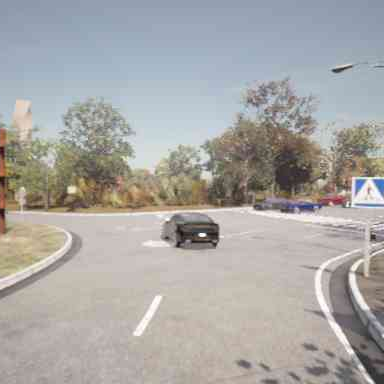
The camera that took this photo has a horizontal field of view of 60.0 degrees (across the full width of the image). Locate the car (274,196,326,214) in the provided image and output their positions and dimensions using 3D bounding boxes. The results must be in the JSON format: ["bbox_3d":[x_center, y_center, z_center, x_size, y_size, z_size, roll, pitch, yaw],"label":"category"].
[{"bbox_3d":[11.156,1.453,34.306,4.718,1.301,1.895,-2,2,-30],"label":"car"}]

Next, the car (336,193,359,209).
[{"bbox_3d":[19.645,1.088,39.250,4.892,1.490,1.837,-2,2,-30],"label":"car"}]

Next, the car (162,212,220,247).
[{"bbox_3d":[-0.186,1.720,16.285,1.882,1.535,5.008,2,-2,-15],"label":"car"}]

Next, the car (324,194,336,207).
[{"bbox_3d":[17.961,0.963,42.313,5.008,1.535,1.882,-2,3,-30],"label":"car"}]

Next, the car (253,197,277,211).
[{"bbox_3d":[9.349,1.307,37.301,5.357,1.411,2.033,-2,2,-30],"label":"car"}]
